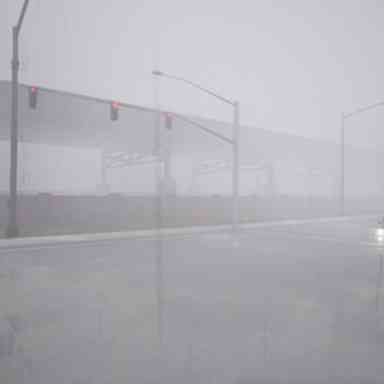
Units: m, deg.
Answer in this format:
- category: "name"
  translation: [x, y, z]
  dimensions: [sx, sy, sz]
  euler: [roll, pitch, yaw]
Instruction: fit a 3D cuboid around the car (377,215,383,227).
- category: "car"
  translation: [15.193, 1.759, 23.421]
  dimensions: [5.357, 1.411, 2.033]
  euler: [0, 0, -35]
